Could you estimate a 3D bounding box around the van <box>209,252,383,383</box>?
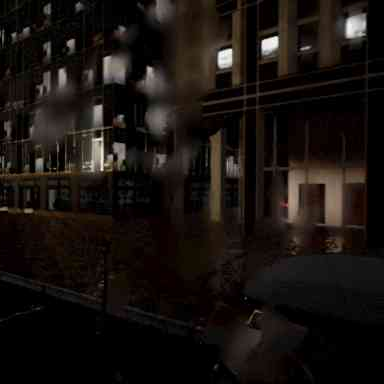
[{"bbox_3d":[1.903,1.338,1.517,3.998,1.788,1.690,0,1,35],"label":"van"}]
